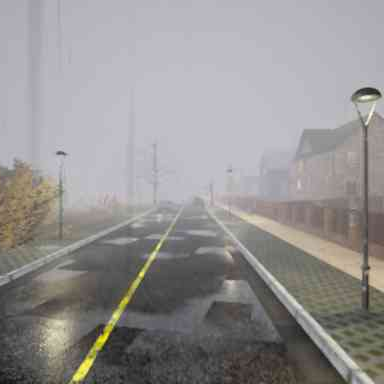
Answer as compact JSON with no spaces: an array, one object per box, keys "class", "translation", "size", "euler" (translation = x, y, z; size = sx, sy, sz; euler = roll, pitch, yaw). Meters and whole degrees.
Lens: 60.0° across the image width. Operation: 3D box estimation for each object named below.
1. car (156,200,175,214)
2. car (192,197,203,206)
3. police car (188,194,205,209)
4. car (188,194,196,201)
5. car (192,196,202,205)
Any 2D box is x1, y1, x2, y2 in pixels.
[{"class":"car","translation":[-2.840,1.580,36.489],"size":[2.033,1.411,5.357],"euler":[0,0,0]},{"class":"car","translation":[0.833,1.588,56.742],"size":[1.812,1.442,4.674],"euler":[0,0,0]},{"class":"police car","translation":[0.831,1.472,46.852],"size":[1.930,1.638,5.238],"euler":[0,0,0]},{"class":"car","translation":[0.011,1.279,81.347],"size":[2.097,1.767,4.553],"euler":[0,0,0]},{"class":"car","translation":[0.833,1.529,62.932],"size":[1.801,1.575,5.366],"euler":[0,0,0]}]
